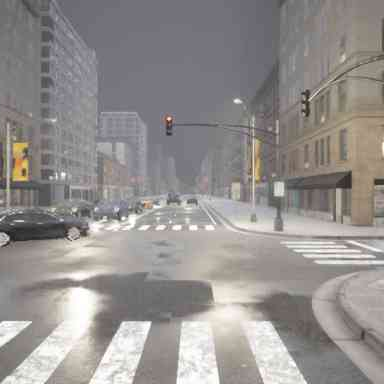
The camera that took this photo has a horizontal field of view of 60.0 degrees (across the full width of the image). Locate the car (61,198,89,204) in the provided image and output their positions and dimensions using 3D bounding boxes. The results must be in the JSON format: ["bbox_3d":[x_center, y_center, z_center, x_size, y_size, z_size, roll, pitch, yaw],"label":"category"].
[{"bbox_3d":[-9.815,1.352,27.422,2.097,1.767,4.553,0,0,0],"label":"car"}]

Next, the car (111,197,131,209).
[{"bbox_3d":[-9.793,1.521,46.339,1.812,1.442,4.674,0,0,0],"label":"car"}]

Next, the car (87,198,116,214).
[{"bbox_3d":[-9.806,1.503,36.394,1.837,1.490,4.892,0,0,0],"label":"car"}]

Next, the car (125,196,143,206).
[{"bbox_3d":[-9.761,1.483,56.637,2.128,1.511,4.902,0,0,1],"label":"car"}]

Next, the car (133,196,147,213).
[{"bbox_3d":[-6.552,1.490,36.257,2.128,1.511,4.902,0,0,0],"label":"car"}]

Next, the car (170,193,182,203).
[{"bbox_3d":[-3.191,1.208,68.347,2.150,2.045,5.566,0,0,0],"label":"car"}]

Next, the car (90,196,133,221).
[{"bbox_3d":[-6.566,1.352,27.418,2.097,1.767,4.553,0,0,0],"label":"car"}]

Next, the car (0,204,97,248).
[{"bbox_3d":[-7.084,1.509,14.917,4.892,1.490,1.837,0,2,-37],"label":"car"}]

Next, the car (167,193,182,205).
[{"bbox_3d":[-3.200,1.212,57.927,2.150,2.045,5.566,0,0,0],"label":"car"}]

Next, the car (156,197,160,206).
[{"bbox_3d":[-6.518,1.517,55.612,1.812,1.442,4.674,0,0,1],"label":"car"}]

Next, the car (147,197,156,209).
[{"bbox_3d":[-6.541,1.473,45.760,1.882,1.535,5.008,0,0,0],"label":"car"}]

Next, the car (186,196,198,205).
[{"bbox_3d":[0.050,1.496,57.895,1.837,1.490,4.892,0,0,0],"label":"car"}]

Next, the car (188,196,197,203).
[{"bbox_3d":[0.059,1.512,68.314,1.812,1.442,4.674,0,0,0],"label":"car"}]
